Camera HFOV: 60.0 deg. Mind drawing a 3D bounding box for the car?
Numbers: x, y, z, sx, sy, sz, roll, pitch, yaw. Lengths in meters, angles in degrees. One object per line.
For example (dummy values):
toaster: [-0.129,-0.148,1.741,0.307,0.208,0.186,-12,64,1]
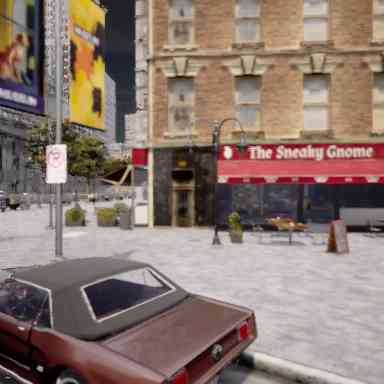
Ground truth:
car: [-1.680,1.571,4.450,4.718,1.301,1.895,0,0,34]
